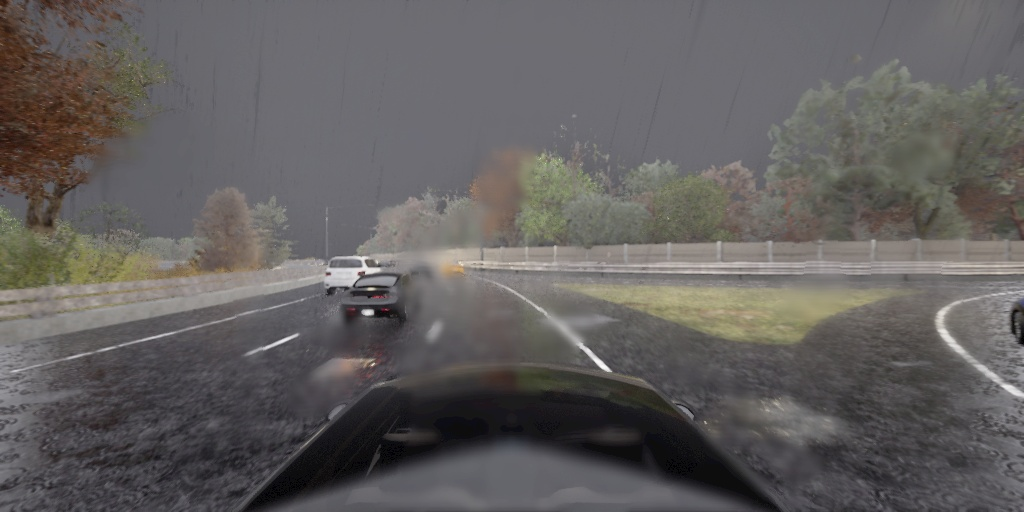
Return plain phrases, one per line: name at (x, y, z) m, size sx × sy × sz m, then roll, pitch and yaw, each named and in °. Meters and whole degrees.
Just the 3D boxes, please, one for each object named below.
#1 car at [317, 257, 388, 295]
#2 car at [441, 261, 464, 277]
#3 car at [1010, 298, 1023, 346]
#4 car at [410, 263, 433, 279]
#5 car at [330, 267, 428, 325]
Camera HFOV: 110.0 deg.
car at (-8.853, 1.052, 20.495) m, size 2.150 × 2.045 × 5.566 m, roll 0°, pitch 0°, yaw -10°
car at (-6.338, 1.322, 37.996) m, size 1.882 × 1.535 × 5.008 m, roll 0°, pitch 0°, yaw -19°
car at (10.801, 1.048, 6.051) m, size 2.097 × 1.767 × 4.553 m, roll 0°, pitch 0°, yaw 42°
car at (-8.625, 1.356, 34.090) m, size 1.837 × 1.490 × 4.892 m, roll 0°, pitch 0°, yaw -17°
car at (-4.171, 1.295, 12.156) m, size 1.837 × 1.490 × 4.892 m, roll 0°, pitch 0°, yaw -6°
